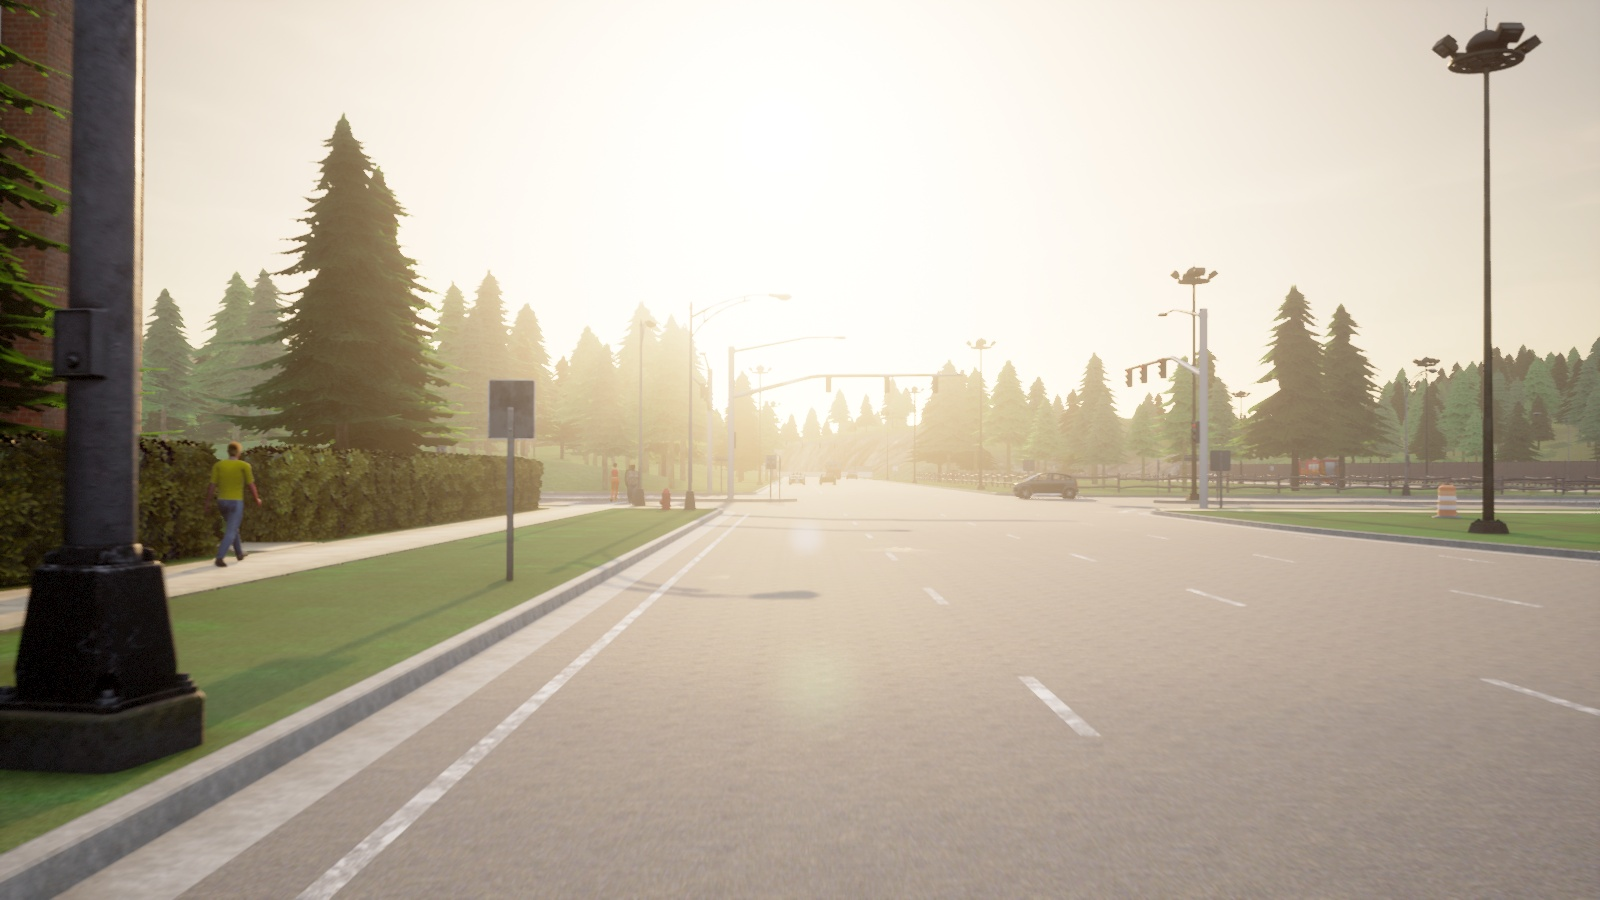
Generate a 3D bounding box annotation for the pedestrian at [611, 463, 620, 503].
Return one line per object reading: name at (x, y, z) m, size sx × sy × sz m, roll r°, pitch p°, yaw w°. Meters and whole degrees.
pedestrian at (-8.705, 1.555, 59.269) m, size 0.345 × 1.836 × 0.594 m, roll 0°, pitch -1°, yaw 1°

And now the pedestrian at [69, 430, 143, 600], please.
pedestrian at (-7.689, 0.708, 13.936) m, size 0.402 × 1.842 × 0.726 m, roll 0°, pitch -1°, yaw 1°

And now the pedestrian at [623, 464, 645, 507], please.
pedestrian at (-7.338, 1.562, 55.491) m, size 0.874 × 1.855 × 0.900 m, roll 0°, pitch -1°, yaw -2°

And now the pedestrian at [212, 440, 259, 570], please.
pedestrian at (-8.104, 0.778, 18.028) m, size 0.354 × 1.836 × 0.706 m, roll 0°, pitch -1°, yaw 0°

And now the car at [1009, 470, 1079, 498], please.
car at (13.998, 1.946, 72.185) m, size 3.705 × 1.549 × 1.789 m, roll 0°, pitch -1°, yaw 0°
